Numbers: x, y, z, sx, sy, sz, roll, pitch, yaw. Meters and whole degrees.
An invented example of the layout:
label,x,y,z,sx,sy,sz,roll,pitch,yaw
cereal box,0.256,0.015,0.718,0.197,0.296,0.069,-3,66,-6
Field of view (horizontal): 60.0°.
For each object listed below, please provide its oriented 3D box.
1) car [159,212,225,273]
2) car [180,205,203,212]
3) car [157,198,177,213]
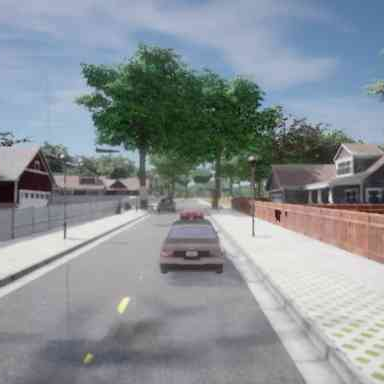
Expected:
label,x,y,z,sx,sy,sz,roll,pitch,yaw
car,0.013,1.607,10.833,2.033,1.411,5.357,0,0,0
car,-0.020,1.747,28.175,1.895,1.301,4.718,0,0,0
car,-2.934,1.547,39.326,2.097,1.767,4.553,0,0,0
